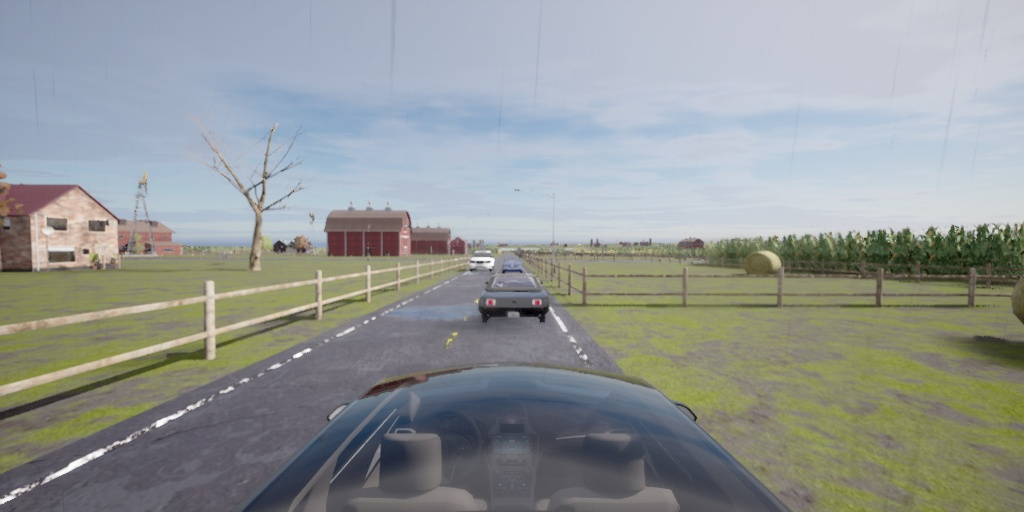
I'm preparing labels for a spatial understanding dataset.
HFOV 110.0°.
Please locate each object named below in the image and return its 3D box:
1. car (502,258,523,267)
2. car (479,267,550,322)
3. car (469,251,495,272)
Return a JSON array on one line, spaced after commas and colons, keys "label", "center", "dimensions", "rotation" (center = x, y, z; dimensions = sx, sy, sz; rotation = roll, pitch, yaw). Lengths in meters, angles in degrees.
[{"label": "car", "center": [0.032, 0.870, 32.365], "dimensions": [2.033, 1.411, 5.357], "rotation": [0, 1, 0]}, {"label": "car", "center": [0.062, 1.212, 11.575], "dimensions": [1.895, 1.301, 4.718], "rotation": [0, 1, 0]}, {"label": "car", "center": [-2.926, 0.497, 35.832], "dimensions": [2.150, 2.045, 5.566], "rotation": [0, 1, 0]}]
